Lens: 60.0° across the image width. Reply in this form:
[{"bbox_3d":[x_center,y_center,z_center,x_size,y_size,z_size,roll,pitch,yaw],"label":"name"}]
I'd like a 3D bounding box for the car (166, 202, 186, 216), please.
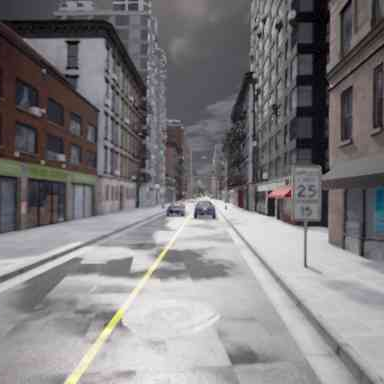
[{"bbox_3d":[-1.653,1.834,36.366,2.033,1.411,5.357,1,-1,2],"label":"car"}]

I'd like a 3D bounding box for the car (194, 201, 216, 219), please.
[{"bbox_3d":[1.295,1.651,33.381,2.097,1.767,4.553,1,0,3],"label":"car"}]

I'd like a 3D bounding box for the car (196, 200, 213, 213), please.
[{"bbox_3d":[1.648,1.890,43.755,2.128,1.511,4.902,1,0,3],"label":"car"}]
